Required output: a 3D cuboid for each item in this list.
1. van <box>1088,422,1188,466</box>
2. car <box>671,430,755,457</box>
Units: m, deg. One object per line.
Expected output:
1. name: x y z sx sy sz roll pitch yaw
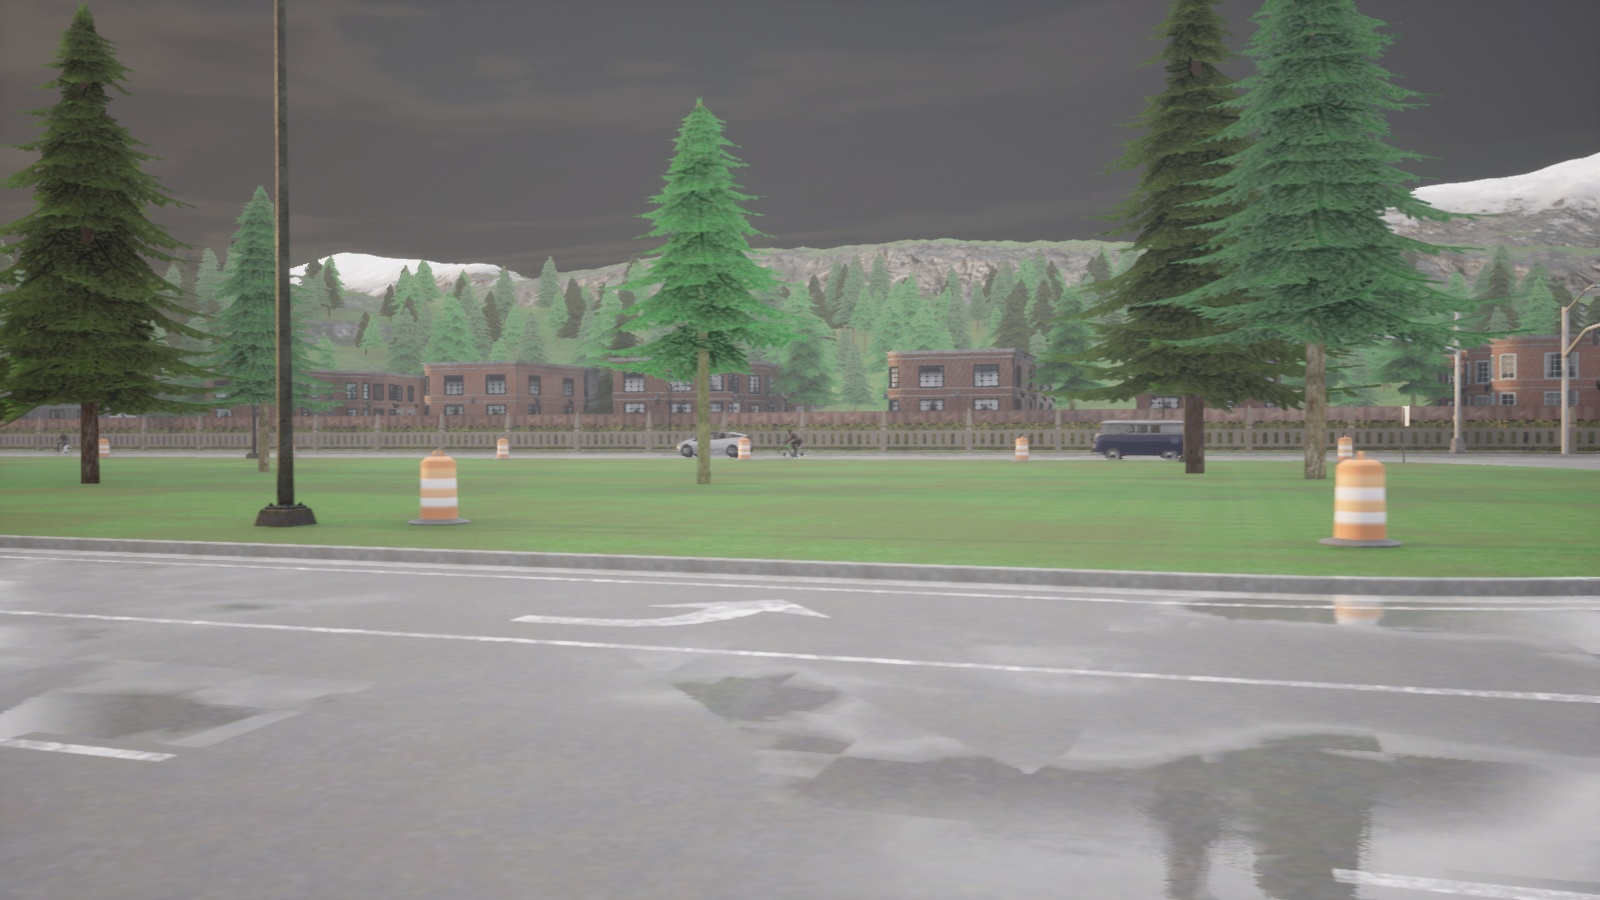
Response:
1. van: 15.940 -0.305 59.193 4.442 1.987 1.775 1 1 19
2. car: -5.088 -0.406 73.526 4.514 1.525 2.007 0 1 18
